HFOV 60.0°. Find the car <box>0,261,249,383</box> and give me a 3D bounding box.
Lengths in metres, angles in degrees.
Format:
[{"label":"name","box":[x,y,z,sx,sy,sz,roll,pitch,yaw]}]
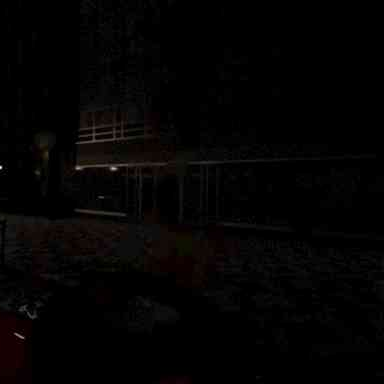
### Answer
[{"label":"car","box":[-1.388,1.515,3.951,4.206,1.307,1.802,1,1,36]}]
